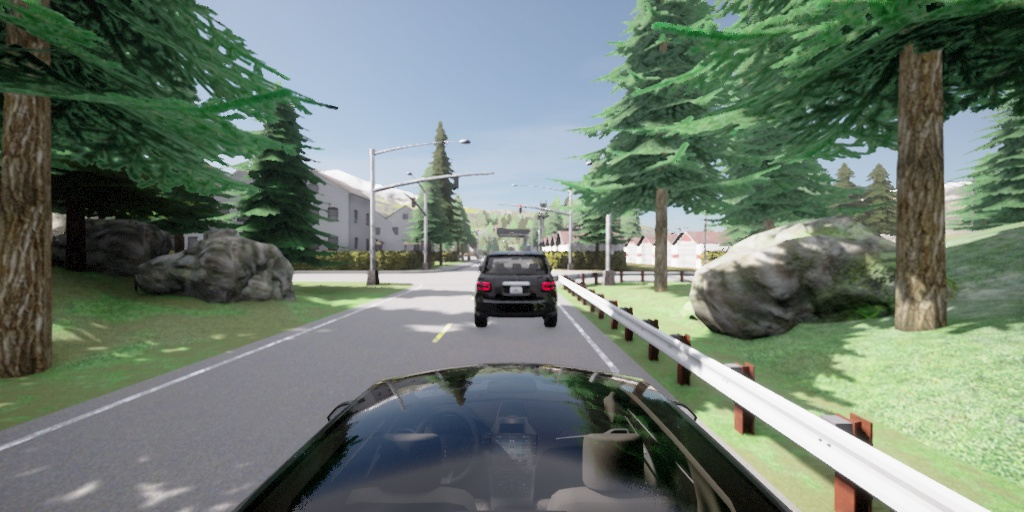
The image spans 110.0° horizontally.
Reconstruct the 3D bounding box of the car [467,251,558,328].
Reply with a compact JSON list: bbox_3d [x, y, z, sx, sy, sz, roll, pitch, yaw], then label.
[{"bbox_3d":[0.107,0.861,11.118,2.150,2.045,5.566,0,1,0],"label":"car"}]
